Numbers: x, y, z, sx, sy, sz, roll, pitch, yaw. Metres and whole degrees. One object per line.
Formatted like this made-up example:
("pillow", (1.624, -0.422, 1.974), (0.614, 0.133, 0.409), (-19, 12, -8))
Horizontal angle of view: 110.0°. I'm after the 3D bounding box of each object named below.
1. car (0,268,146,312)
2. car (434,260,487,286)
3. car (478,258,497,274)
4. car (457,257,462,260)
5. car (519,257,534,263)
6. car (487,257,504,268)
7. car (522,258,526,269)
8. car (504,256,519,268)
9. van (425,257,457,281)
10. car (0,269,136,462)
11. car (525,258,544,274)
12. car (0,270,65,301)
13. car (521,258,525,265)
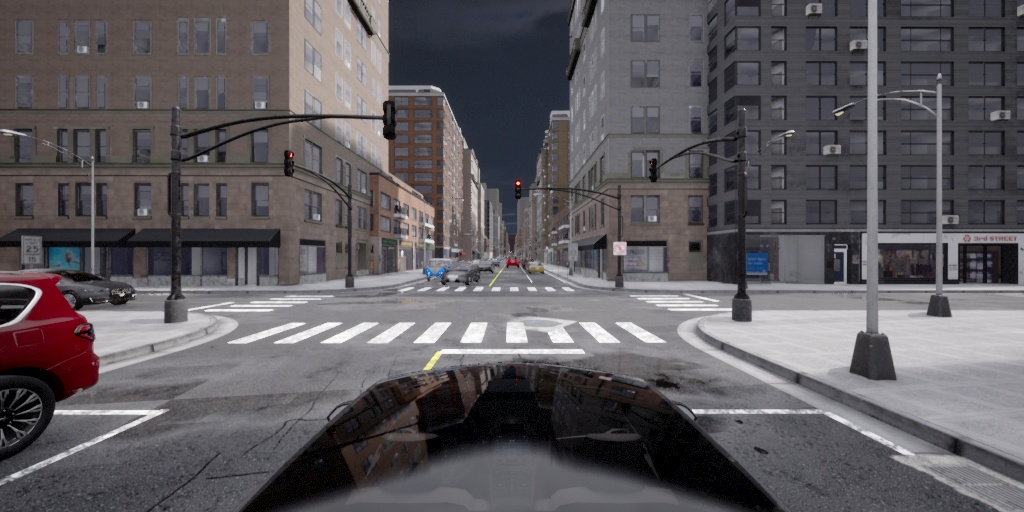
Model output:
("car", (-17.565, 1.264, 13.846), (4.892, 1.490, 1.837), (0, 0, -2))
("car", (-3.470, 1.239, 25.110), (2.128, 1.511, 4.902), (0, 0, 7))
("car", (-3.063, 1.250, 41.724), (1.837, 1.490, 4.892), (0, 0, 0))
("car", (-5.830, 1.060, 34.665), (2.192, 1.841, 5.009), (0, 0, 0))
("car", (2.716, 1.056, 57.060), (2.192, 1.841, 5.009), (0, 0, 0))
("car", (-2.967, 1.288, 61.737), (2.033, 1.411, 5.357), (0, 0, 0))
("car", (2.706, 1.294, 45.872), (2.007, 1.370, 4.403), (0, 0, 0))
("car", (0.150, 0.962, 60.954), (2.150, 2.045, 5.566), (0, 0, 0))
("van", (-5.834, 1.087, 29.069), (1.690, 1.789, 3.998), (0, 0, 0))
("car", (-5.858, 1.065, 2.122), (2.192, 1.841, 5.009), (0, 0, 0))
("car", (2.701, 1.270, 40.447), (1.751, 1.417, 4.829), (0, 0, 0))
("car", (-24.710, 1.361, 16.974), (4.718, 1.301, 1.895), (0, 0, 0))
("car", (2.711, 1.308, 51.466), (1.948, 1.339, 4.313), (0, 0, 0))
